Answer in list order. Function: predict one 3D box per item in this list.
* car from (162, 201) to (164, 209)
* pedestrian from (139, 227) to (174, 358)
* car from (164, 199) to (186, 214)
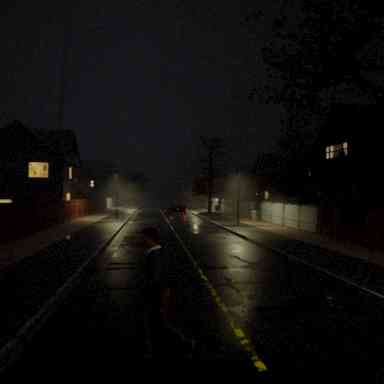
[{"bbox_3d":[-3.630,1.859,52.349,1.837,1.490,4.892,1,-1,-7],"label":"car"},{"bbox_3d":[-0.481,1.302,4.484,0.375,1.860,0.375,0,0,-7],"label":"pedestrian"},{"bbox_3d":[-1.854,1.719,38.183,1.882,1.535,5.008,1,-1,-7],"label":"car"}]
